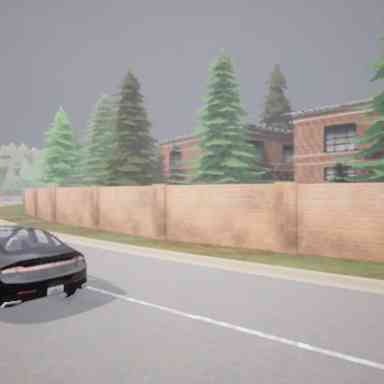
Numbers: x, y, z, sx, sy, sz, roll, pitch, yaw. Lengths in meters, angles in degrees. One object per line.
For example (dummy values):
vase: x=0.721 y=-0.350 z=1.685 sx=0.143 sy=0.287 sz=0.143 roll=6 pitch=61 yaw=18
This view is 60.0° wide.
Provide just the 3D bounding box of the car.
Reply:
car: x=-4.275 y=1.489 z=7.282 sx=4.902 sy=1.511 sz=2.128 roll=0 pitch=0 yaw=38
